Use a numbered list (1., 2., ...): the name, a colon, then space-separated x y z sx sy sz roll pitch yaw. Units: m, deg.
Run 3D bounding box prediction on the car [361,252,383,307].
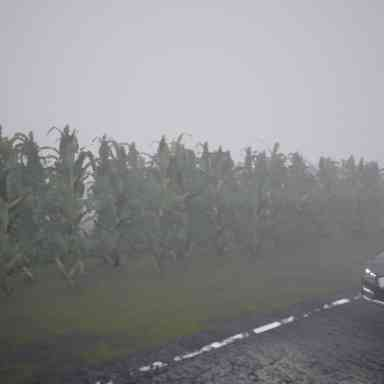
1. car: 5.440 1.500 6.940 4.902 1.511 2.128 0 0 -35
